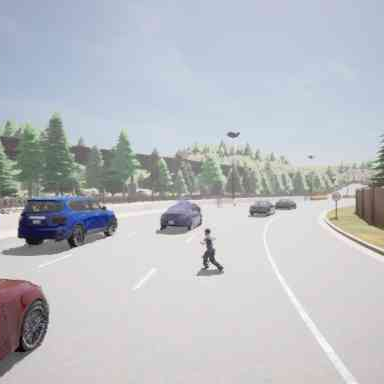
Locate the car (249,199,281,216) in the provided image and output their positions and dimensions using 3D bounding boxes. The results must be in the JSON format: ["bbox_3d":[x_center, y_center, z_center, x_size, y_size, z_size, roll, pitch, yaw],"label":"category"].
[{"bbox_3d":[6.990,1.547,32.615,2.033,1.411,5.357,0,0,23],"label":"car"}]

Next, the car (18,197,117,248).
[{"bbox_3d":[-5.362,1.221,15.139,2.150,2.045,5.566,0,0,10],"label":"car"}]

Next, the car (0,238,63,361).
[{"bbox_3d":[-3.187,1.526,3.218,1.812,1.442,4.674,0,0,2],"label":"car"}]

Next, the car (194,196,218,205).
[{"bbox_3d":[2.662,1.493,60.850,2.128,1.511,4.902,0,0,35],"label":"car"}]

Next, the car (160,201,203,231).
[{"bbox_3d":[-0.601,1.525,20.617,1.812,1.442,4.674,0,0,13],"label":"car"}]

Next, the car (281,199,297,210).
[{"bbox_3d":[12.168,1.564,43.167,1.994,1.385,4.181,0,0,32],"label":"car"}]

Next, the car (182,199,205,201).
[{"bbox_3d":[-0.610,1.563,32.254,1.994,1.385,4.181,0,0,20],"label":"car"}]

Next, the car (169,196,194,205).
[{"bbox_3d":[-1.858,1.477,60.402,1.882,1.535,5.008,0,0,34],"label":"car"}]

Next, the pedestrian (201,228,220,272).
[{"bbox_3d":[0.525,1.574,9.348,0.375,1.300,0.375,0,0,7],"label":"pedestrian"}]
